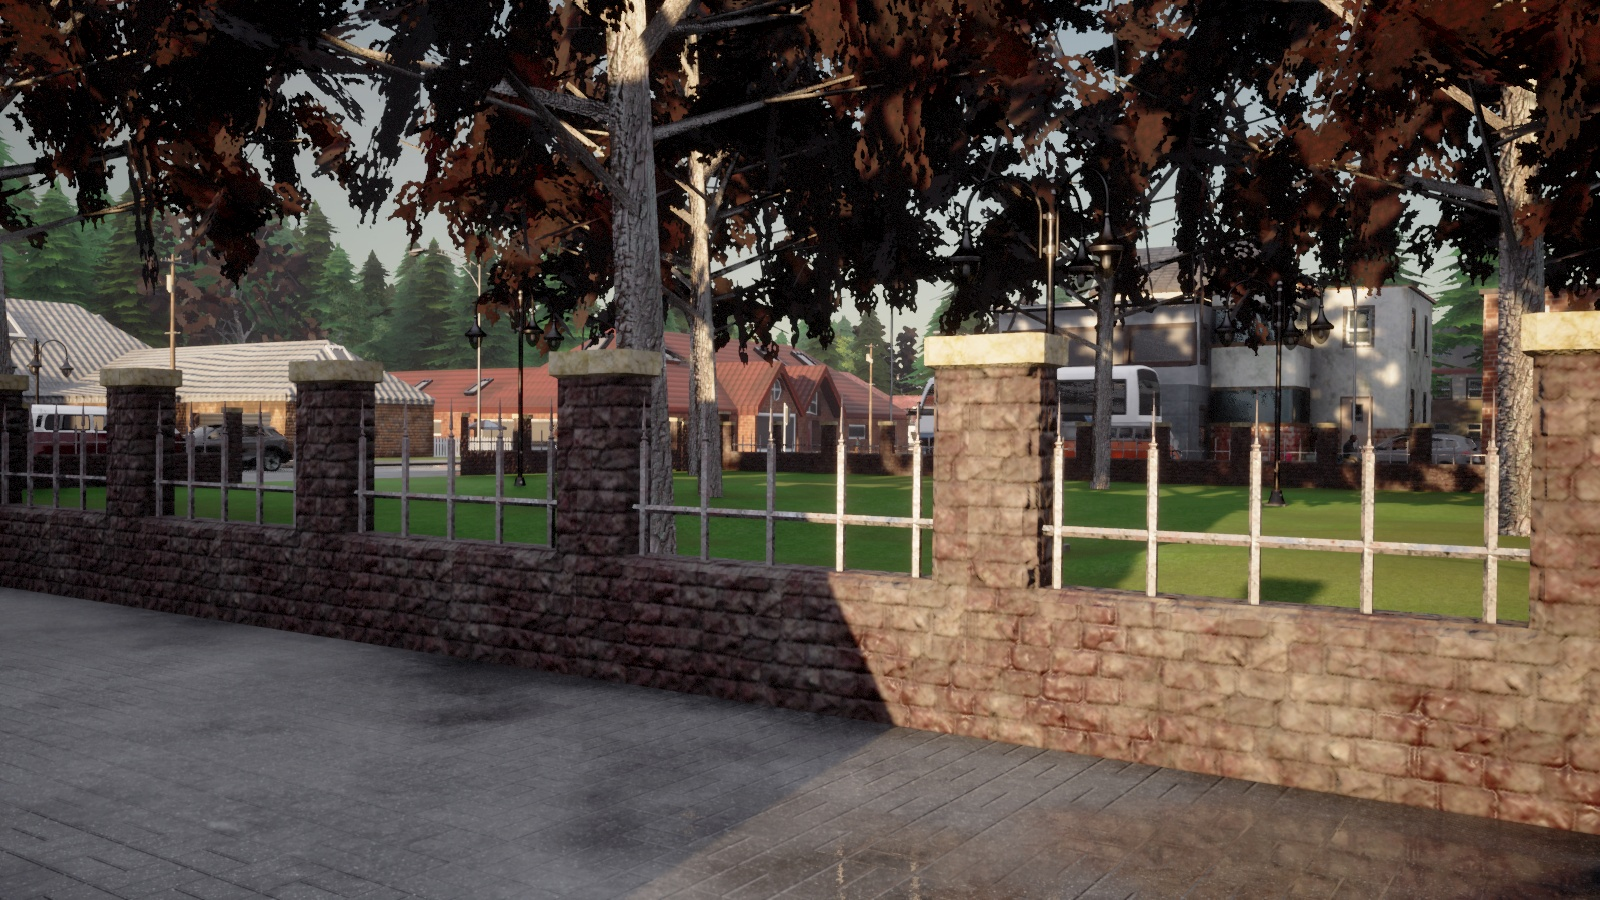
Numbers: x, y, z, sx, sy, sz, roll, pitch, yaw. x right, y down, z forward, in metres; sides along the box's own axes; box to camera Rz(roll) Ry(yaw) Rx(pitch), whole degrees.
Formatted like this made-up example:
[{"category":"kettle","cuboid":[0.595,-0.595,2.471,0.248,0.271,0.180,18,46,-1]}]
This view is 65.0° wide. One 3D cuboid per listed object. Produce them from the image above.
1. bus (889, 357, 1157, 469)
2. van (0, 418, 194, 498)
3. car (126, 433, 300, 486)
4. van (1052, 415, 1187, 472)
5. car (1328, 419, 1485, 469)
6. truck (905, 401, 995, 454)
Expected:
[{"category":"bus","cuboid":[9.198,-1.445,52.459,10.273,4.253,3.944,0,1,34]},{"category":"van","cuboid":[-19.401,0.159,34.519,2.069,2.038,4.480,0,1,33]},{"category":"car","cuboid":[-19.409,0.267,41.722,2.033,1.649,4.856,0,1,35]},{"category":"van","cuboid":[11.687,-0.250,45.979,4.442,1.987,1.775,0,1,32]},{"category":"car","cuboid":[21.360,-0.223,44.287,4.611,1.667,2.242,0,1,37]},{"category":"truck","cuboid":[10.458,-1.529,86.712,2.891,3.462,7.936,0,1,34]}]
